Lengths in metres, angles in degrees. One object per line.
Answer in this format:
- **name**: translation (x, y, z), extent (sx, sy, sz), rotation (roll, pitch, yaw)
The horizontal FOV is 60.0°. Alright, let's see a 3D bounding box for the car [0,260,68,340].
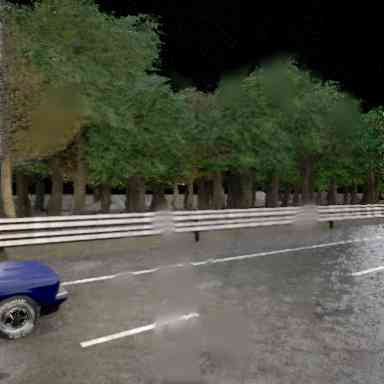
- **car**: translation (-4.414, 1.594, 4.868), extent (4.718, 1.301, 1.895), rotation (0, 0, -36)
